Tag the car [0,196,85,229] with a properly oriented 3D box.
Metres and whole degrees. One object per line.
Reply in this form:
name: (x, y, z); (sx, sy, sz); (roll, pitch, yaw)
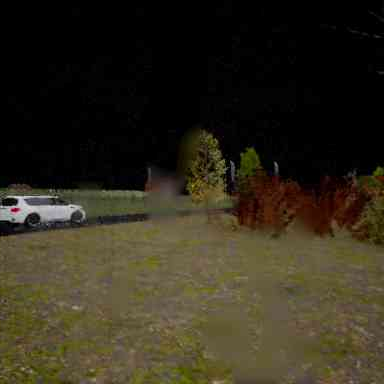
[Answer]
car: (-9.855, 1.279, 22.232); (2.150, 2.045, 5.566); (-1, -1, 32)
